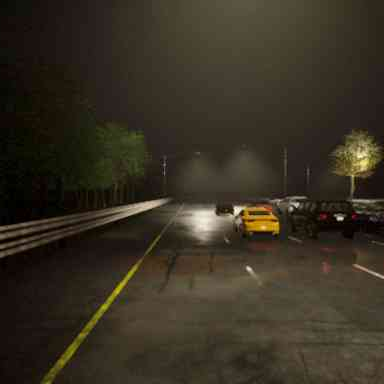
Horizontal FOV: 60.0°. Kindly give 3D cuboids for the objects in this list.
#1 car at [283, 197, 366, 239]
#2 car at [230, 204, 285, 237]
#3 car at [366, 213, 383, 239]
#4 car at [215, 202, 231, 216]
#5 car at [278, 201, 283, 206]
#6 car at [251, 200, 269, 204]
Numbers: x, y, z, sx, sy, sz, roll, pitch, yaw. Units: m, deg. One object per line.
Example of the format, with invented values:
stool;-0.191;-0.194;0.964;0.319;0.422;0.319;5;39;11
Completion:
car;7.082;1.400;18.572;2.150;2.045;5.566;0;0;0
car;3.583;1.661;19.185;1.882;1.535;5.008;0;0;0
car;10.582;1.777;18.298;1.895;1.301;4.718;0;0;0
car;3.565;1.798;37.075;1.882;1.535;5.008;0;0;0
car;10.567;1.525;34.759;2.150;2.045;5.566;0;0;0
car;7.066;1.659;35.232;2.097;1.767;4.553;0;0;0
